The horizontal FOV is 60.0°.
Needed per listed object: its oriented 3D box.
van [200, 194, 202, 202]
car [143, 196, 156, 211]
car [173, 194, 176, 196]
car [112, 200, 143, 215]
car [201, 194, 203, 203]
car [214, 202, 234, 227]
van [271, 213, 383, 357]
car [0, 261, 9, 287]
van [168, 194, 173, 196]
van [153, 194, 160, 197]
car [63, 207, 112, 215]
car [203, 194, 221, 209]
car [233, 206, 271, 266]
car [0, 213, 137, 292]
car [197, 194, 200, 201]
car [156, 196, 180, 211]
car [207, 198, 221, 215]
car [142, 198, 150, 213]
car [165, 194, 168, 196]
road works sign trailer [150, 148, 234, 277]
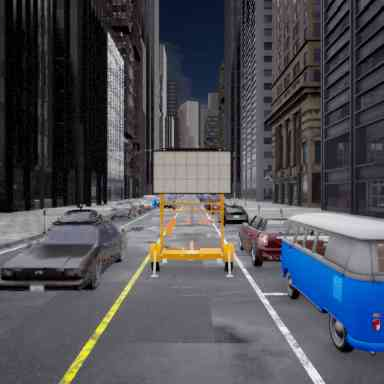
[{"bbox_3d":[2.780,1.374,61.962,1.690,1.788,3.998,0,0,0],"label":"van"},{"bbox_3d":[-5.752,1.540,39.345,1.752,1.417,4.829,0,0,0],"label":"car"},{"bbox_3d":[-5.741,1.363,78.781,2.192,1.841,5.009,0,0,0],"label":"car"},{"bbox_3d":[-5.754,1.558,28.296,2.008,1.369,4.403,0,0,0],"label":"car"},{"bbox_3d":[2.775,1.334,45.134,2.192,1.841,5.009,0,0,0],"label":"car"},{"bbox_3d":[2.769,1.570,22.697,1.947,1.339,4.313,0,0,0],"label":"car"},{"bbox_3d":[2.765,1.341,5.871,1.690,1.788,3.998,0,0,0],"label":"van"},{"bbox_3d":[-5.760,1.315,5.858,2.192,1.841,5.009,0,0,0],"label":"car"},{"bbox_3d":[-5.743,1.383,73.172,1.690,1.788,3.998,0,0,0],"label":"van"},{"bbox_3d":[-5.750,1.360,45.124,1.690,1.788,3.998,0,0,0],"label":"van"},{"bbox_3d":[-5.757,1.568,17.077,1.947,1.339,4.313,0,0,0],"label":"car"},{"bbox_3d":[2.774,1.330,39.525,2.192,1.841,5.009,0,0,0],"label":"car"},{"bbox_3d":[2.767,1.441,11.480,1.967,1.590,4.097,0,0,0],"label":"car"},{"bbox_3d":[-3.098,1.548,9.315,2.033,1.411,5.357,0,0,0],"label":"car"},{"bbox_3d":[2.783,1.357,73.180,2.192,1.841,5.009,0,0,0],"label":"car"},{"bbox_3d":[-2.989,1.564,41.753,2.033,1.411,5.357,0,0,0],"label":"car"},{"bbox_3d":[2.772,1.593,33.916,1.802,1.307,4.206,0,0,0],"label":"car"},{"bbox_3d":[-5.753,1.593,33.905,1.802,1.307,4.206,0,0,0],"label":"car"},{"bbox_3d":[-5.747,1.343,56.343,2.192,1.841,5.009,0,0,0],"label":"car"},{"bbox_3d":[0.003,0.465,10.205,2.380,3.560,2.880,0,0,0],"label":"road works sign trailer"}]
